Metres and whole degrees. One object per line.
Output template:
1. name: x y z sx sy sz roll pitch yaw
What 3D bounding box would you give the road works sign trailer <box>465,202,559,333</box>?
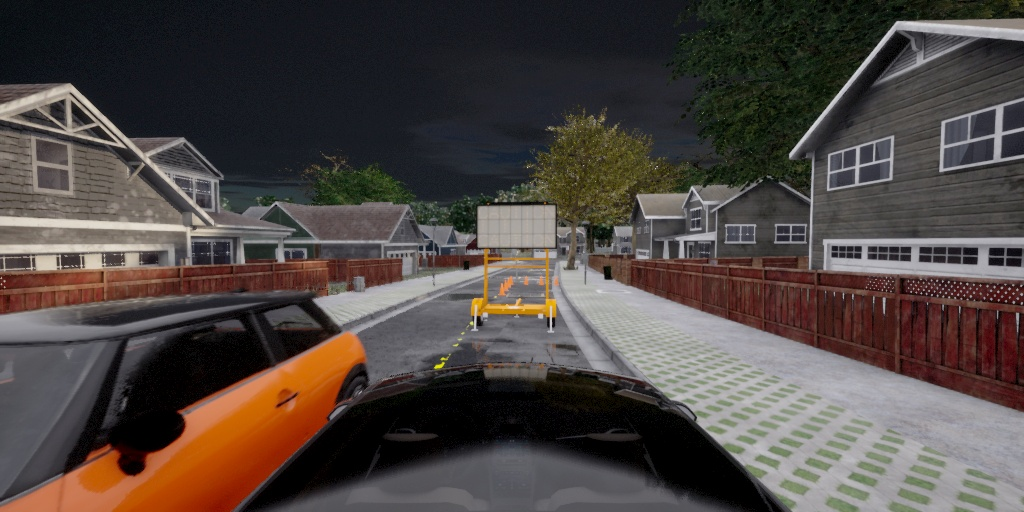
1. road works sign trailer: 0.144 0.191 10.777 2.380 3.560 2.880 0 0 5

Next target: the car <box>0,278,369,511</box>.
1. car: -2.618 1.102 2.064 2.097 1.767 4.553 0 0 0
